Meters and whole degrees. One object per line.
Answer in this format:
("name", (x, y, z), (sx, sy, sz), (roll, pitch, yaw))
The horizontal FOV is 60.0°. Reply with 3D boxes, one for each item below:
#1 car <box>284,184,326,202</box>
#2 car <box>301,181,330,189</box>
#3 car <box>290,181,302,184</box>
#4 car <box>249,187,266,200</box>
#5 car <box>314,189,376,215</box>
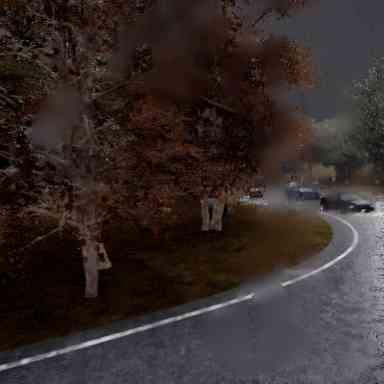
("car", (12.153, 0.204, 36.775), (1.882, 1.535, 5.008), (-4, 2, -12))
("car", (21.630, -1.008, 57.351), (4.181, 1.385, 1.994), (-4, 2, -24))
("car", (18.472, -1.112, 59.274), (4.553, 1.767, 2.097), (-5, 3, -30))
("car", (8.588, 0.134, 43.799), (1.882, 1.535, 5.008), (-3, 2, 9))
("car", (11.224, 0.763, 24.532), (2.033, 1.411, 5.357), (-3, 2, -1))
